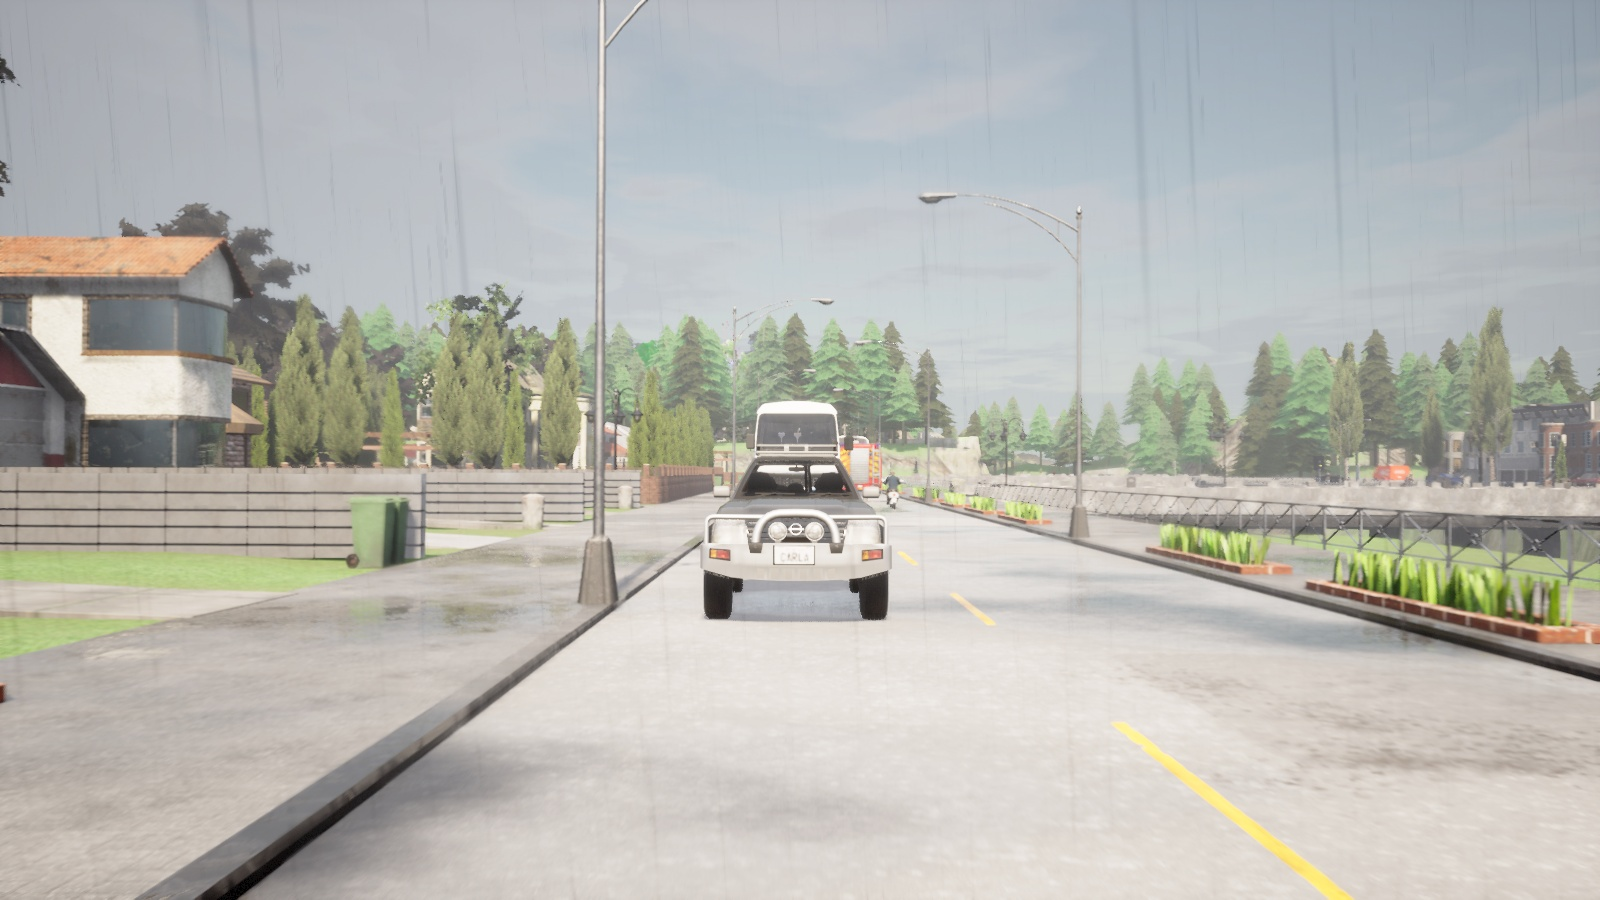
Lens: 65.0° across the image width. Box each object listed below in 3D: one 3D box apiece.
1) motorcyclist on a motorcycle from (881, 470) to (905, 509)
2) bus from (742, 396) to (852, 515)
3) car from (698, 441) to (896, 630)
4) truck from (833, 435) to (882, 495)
[{"bbox_3d":[3.876,1.634,52.623,0.866,1.590,1.817,0,-1,0],"label":"motorcyclist on a motorcycle"},{"bbox_3d":[-0.124,0.281,50.320,3.944,4.253,10.273,0,-1,0],"label":"bus"},{"bbox_3d":[-0.035,0.876,14.632,1.932,1.855,4.605,0,-1,0],"label":"car"},{"bbox_3d":[3.797,1.051,84.573,2.891,3.827,8.468,0,-1,0],"label":"truck"}]
